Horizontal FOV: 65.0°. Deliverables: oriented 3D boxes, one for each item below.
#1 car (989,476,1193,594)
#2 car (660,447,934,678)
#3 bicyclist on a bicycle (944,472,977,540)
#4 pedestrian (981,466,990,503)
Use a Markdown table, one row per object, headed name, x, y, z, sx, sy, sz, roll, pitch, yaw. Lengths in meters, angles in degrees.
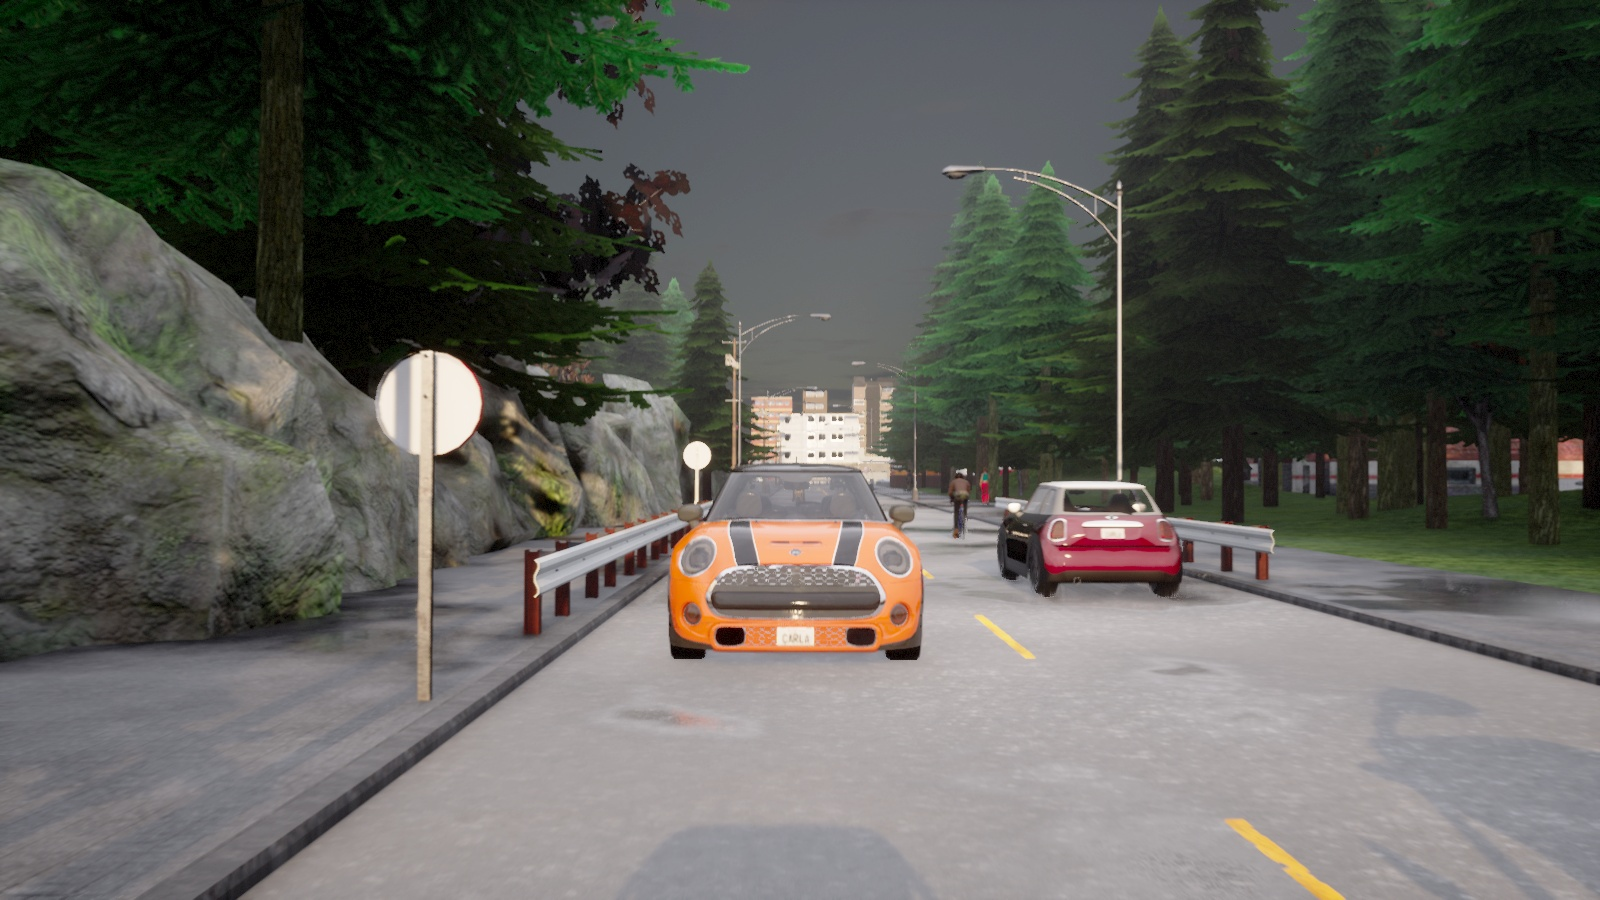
| name | x | y | z | sx | sy | sz | roll | pitch | yaw |
| --- | --- | --- | --- | --- | --- | --- | --- | --- | --- |
| car | 3.956 | 1.111 | 17.734 | 1.970 | 1.475 | 3.806 | 0 | -1 | 0 |
| car | -0.030 | 0.908 | 11.937 | 2.097 | 1.767 | 4.553 | 0 | -1 | 0 |
| bicyclist on a bicycle | 3.925 | 1.350 | 30.793 | 0.582 | 1.620 | 1.656 | 0 | -1 | 0 |
| pedestrian | 9.111 | 1.685 | 61.802 | 0.345 | 1.836 | 0.594 | 0 | -1 | -1 |
